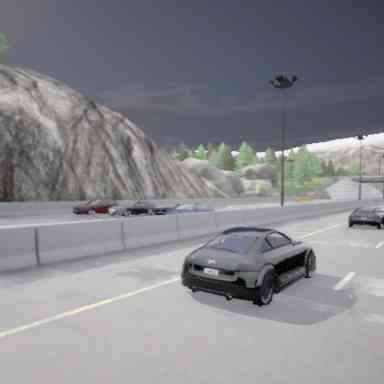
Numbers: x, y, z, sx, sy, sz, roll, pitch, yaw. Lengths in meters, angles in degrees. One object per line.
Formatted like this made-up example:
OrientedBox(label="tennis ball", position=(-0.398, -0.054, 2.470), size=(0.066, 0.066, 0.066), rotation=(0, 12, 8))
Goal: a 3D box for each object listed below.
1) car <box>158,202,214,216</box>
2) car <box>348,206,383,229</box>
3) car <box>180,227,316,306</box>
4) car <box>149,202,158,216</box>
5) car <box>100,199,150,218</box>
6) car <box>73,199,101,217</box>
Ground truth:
OrientedBox(label="car", position=(-0.058, 1.511, 24.174), size=(1.812, 1.442, 4.674), rotation=(1, 0, 35))
OrientedBox(label="car", position=(12.159, 1.667, 22.903), size=(1.994, 1.385, 4.181), rotation=(1, 0, 36))
OrientedBox(label="car", position=(1.579, 1.572, 8.245), size=(1.994, 1.385, 4.181), rotation=(1, 0, 36))
OrientedBox(label="car", position=(-1.185, 1.573, 28.643), size=(1.895, 1.301, 4.718), rotation=(1, 0, 36))
OrientedBox(label="car", position=(-5.162, 1.425, 29.092), size=(2.128, 1.511, 4.902), rotation=(1, 0, 36))
OrientedBox(label="car", position=(-8.462, 1.379, 30.494), size=(1.882, 1.535, 5.008), rotation=(1, 0, 36))
